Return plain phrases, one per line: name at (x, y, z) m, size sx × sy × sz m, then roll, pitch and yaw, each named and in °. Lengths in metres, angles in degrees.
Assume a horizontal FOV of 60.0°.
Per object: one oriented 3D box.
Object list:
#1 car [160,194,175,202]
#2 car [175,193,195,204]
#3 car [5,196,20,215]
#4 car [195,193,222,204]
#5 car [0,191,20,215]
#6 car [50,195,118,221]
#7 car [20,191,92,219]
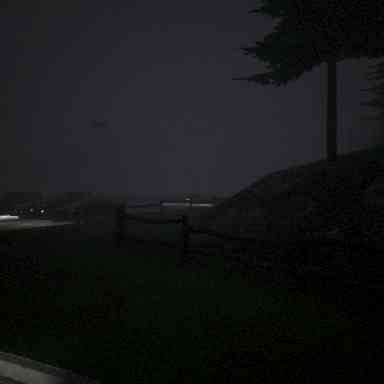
car at (-3.236, 1.030, 52.023) m, size 1.994 × 1.385 × 4.181 m, roll 0°, pitch 1°, yaw 32°
car at (0.007, 0.977, 50.604) m, size 1.837 × 1.490 × 4.892 m, roll 0°, pitch 0°, yaw 32°
car at (-13.417, 1.297, 28.954) m, size 1.994 × 1.385 × 4.181 m, roll 0°, pitch 1°, yaw 32°
car at (2.742, 1.051, 48.378) m, size 1.994 × 1.385 × 4.181 m, roll 0°, pitch 1°, yaw 32°
car at (-16.449, 0.948, 30.708) m, size 2.150 × 2.045 × 5.566 m, roll 0°, pitch 0°, yaw 32°
car at (-7.679, 1.237, 24.926) m, size 1.882 × 1.535 × 5.008 m, roll 0°, pitch 1°, yaw 32°
car at (-10.469, 0.968, 27.070) m, size 2.150 × 2.045 × 5.566 m, roll 0°, pitch 0°, yaw 32°
